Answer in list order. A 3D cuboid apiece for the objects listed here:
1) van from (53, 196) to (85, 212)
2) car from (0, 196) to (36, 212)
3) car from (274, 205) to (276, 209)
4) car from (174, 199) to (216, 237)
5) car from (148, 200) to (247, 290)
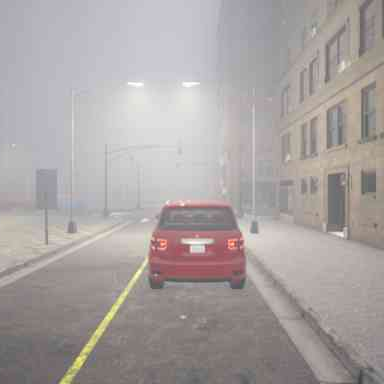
[{"bbox_3d":[-14.622,1.373,38.989,3.998,1.788,1.690,0,0,-1],"label":"van"},{"bbox_3d":[-20.262,1.346,38.918,5.009,1.841,2.192,0,0,-1],"label":"car"},{"bbox_3d":[12.222,1.512,39.325,4.829,1.417,1.752,0,0,-1],"label":"car"},{"bbox_3d":[0.149,1.346,18.823,2.097,1.767,4.553,0,0,0],"label":"car"},{"bbox_3d":[0.122,1.217,9.235,2.150,2.045,5.566,0,0,0],"label":"car"}]
